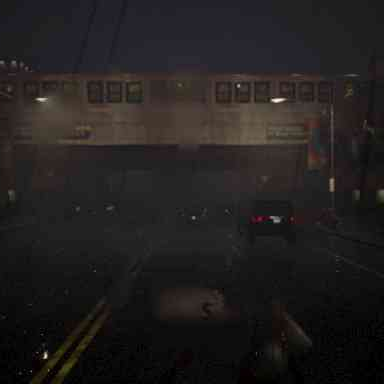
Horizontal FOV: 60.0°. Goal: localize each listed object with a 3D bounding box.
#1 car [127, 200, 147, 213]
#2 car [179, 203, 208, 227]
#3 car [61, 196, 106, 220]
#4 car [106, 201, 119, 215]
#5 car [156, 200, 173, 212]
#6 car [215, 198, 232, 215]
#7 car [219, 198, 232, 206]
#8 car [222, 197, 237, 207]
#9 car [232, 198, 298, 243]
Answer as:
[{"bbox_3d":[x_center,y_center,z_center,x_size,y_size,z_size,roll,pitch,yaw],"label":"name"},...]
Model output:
[{"bbox_3d":[-6.974,1.815,42.237,1.812,1.442,4.674,0,-1,1],"label":"car"},{"bbox_3d":[0.112,1.732,24.445,1.994,1.385,4.181,0,0,0],"label":"car"},{"bbox_3d":[-10.034,1.438,30.554,2.435,2.045,5.566,0,0,0],"label":"car"},{"bbox_3d":[-10.072,1.855,37.947,1.895,1.301,4.718,0,0,0],"label":"car"},{"bbox_3d":[-3.472,1.784,42.550,2.128,1.511,4.902,0,0,1],"label":"car"},{"bbox_3d":[3.683,1.762,37.515,1.837,1.490,4.892,0,0,1],"label":"car"},{"bbox_3d":[6.583,1.934,66.360,2.097,1.535,5.008,0,0,0],"label":"car"},{"bbox_3d":[6.716,1.765,59.935,2.185,1.767,4.553,0,0,0],"label":"car"},{"bbox_3d":[3.608,1.337,16.836,2.150,2.045,5.566,0,0,0],"label":"car"}]
